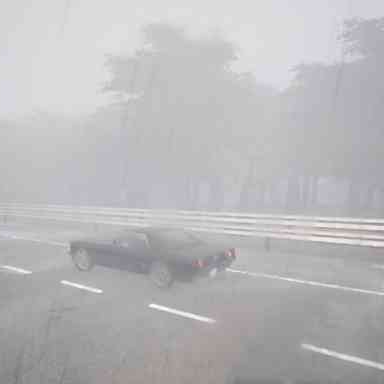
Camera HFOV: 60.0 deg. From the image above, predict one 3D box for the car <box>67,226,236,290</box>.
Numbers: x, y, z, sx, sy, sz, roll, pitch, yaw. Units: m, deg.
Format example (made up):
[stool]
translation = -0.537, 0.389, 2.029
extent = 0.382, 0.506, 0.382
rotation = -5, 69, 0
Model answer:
[car]
translation = -1.307, 1.602, 9.103
extent = 4.718, 1.301, 1.895
rotation = 0, 0, 36
